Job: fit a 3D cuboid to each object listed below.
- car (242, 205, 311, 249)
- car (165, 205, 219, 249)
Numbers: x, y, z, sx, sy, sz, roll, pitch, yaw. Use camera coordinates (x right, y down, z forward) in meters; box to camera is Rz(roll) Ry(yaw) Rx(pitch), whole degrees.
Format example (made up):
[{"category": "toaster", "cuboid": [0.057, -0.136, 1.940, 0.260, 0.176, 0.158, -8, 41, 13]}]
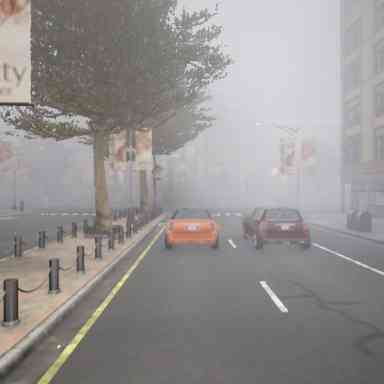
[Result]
[{"category": "car", "cuboid": [3.500, 1.365, 14.620, 2.097, 1.767, 4.553, 0, 0, 0]}, {"category": "car", "cuboid": [0.000, 1.365, 14.620, 2.097, 1.767, 4.553, 0, 0, 0]}]
